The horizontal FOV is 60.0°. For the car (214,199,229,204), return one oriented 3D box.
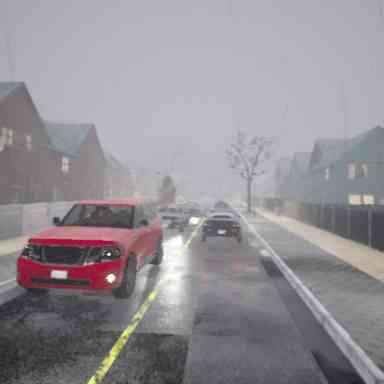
[{"bbox_3d":[4.078,1.671,45.873,1.812,1.442,4.674,1,0,5],"label":"car"}]

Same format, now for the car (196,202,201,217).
[{"bbox_3d":[-0.140,1.590,31.347,1.994,1.385,4.181,1,0,5],"label":"car"}]

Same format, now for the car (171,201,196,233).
[{"bbox_3d":[-1.187,1.481,19.842,2.128,1.511,4.902,1,0,5],"label":"car"}]

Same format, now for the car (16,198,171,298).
[{"bbox_3d":[-2.164,1.188,8.849,2.150,2.045,5.566,1,-1,6],"label":"car"}]

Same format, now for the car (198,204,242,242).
[{"bbox_3d":[1.484,1.565,16.652,1.812,1.442,4.674,1,0,5],"label":"car"}]
